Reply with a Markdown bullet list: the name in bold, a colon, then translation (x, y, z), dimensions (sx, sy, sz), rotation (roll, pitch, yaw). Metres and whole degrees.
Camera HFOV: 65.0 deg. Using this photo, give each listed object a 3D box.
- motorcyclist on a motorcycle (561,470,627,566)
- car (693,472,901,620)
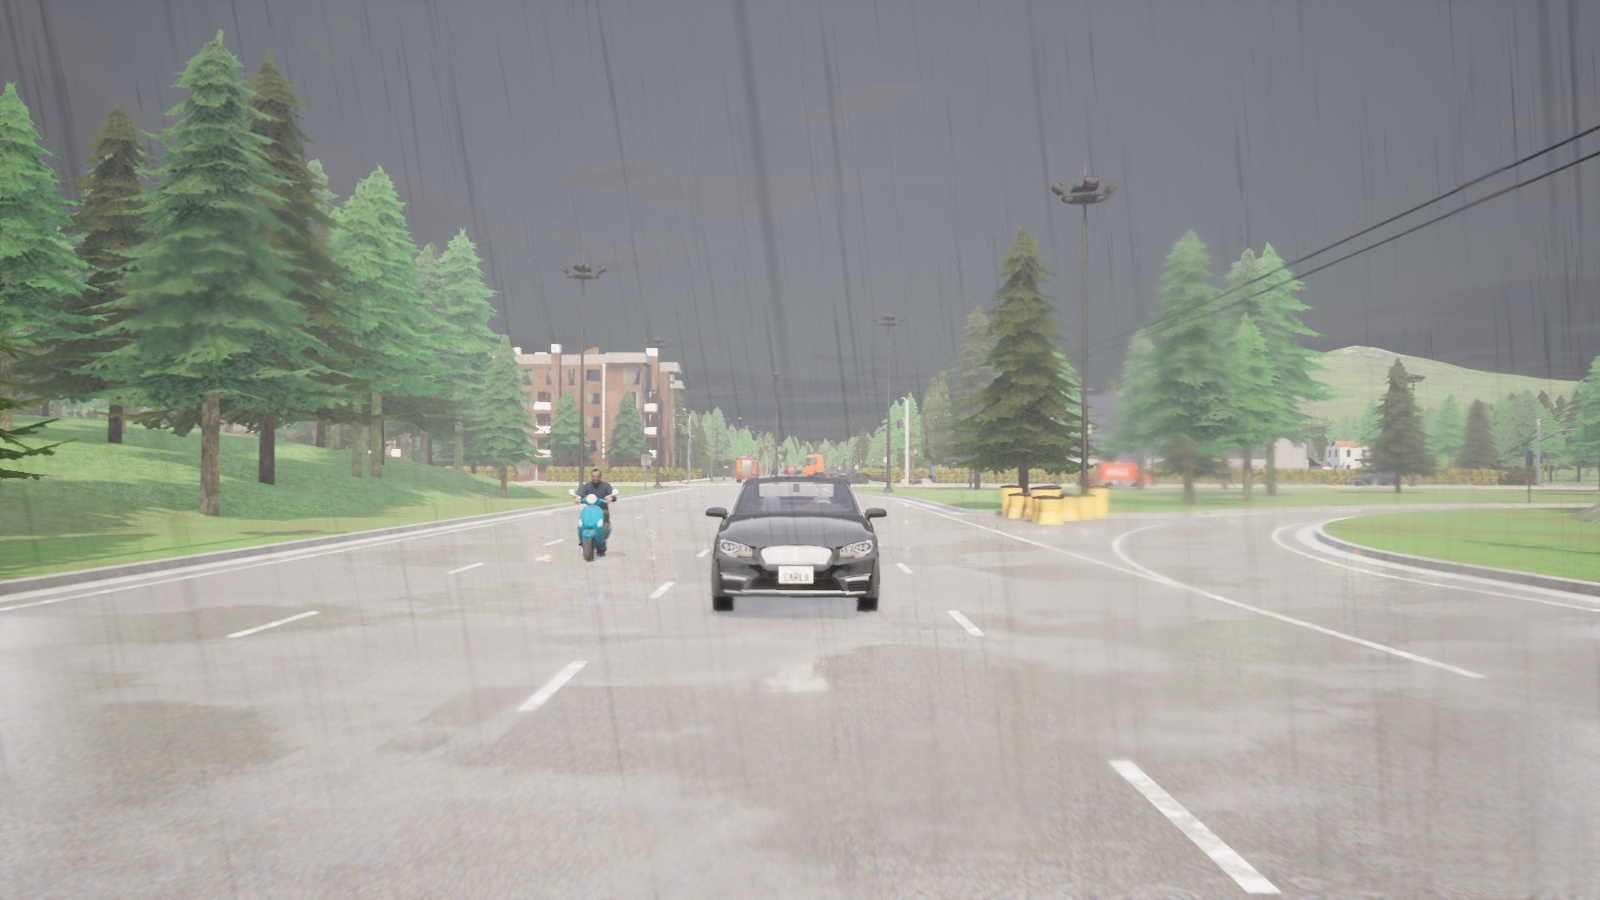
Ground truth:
- **motorcyclist on a motorcycle**: translation (-3.554, 1.149, 21.817), dimensions (0.866, 1.590, 1.817), rotation (0, -1, 0)
- **car**: translation (-0.038, 1.029, 15.332), dimensions (2.128, 1.511, 4.902), rotation (0, -1, 0)
